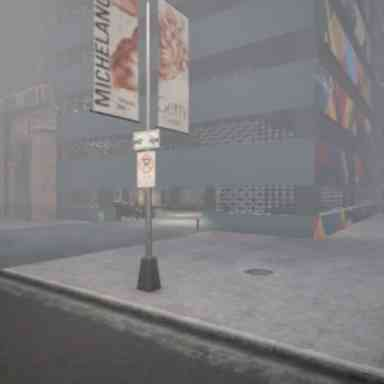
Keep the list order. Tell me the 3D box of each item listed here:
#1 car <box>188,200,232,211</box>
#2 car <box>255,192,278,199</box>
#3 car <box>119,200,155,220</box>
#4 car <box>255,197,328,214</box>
[{"bbox_3d":[1.932,1.471,36.166,4.718,1.301,1.895,0,0,35],"label":"car"},{"bbox_3d":[11.976,1.036,51.723,5.566,2.045,2.435,0,0,35],"label":"car"},{"bbox_3d":[-5.131,1.423,26.954,4.786,1.482,2.161,0,0,35],"label":"car"},{"bbox_3d":[7.197,1.323,23.240,4.674,1.452,2.002,0,0,35],"label":"car"}]
